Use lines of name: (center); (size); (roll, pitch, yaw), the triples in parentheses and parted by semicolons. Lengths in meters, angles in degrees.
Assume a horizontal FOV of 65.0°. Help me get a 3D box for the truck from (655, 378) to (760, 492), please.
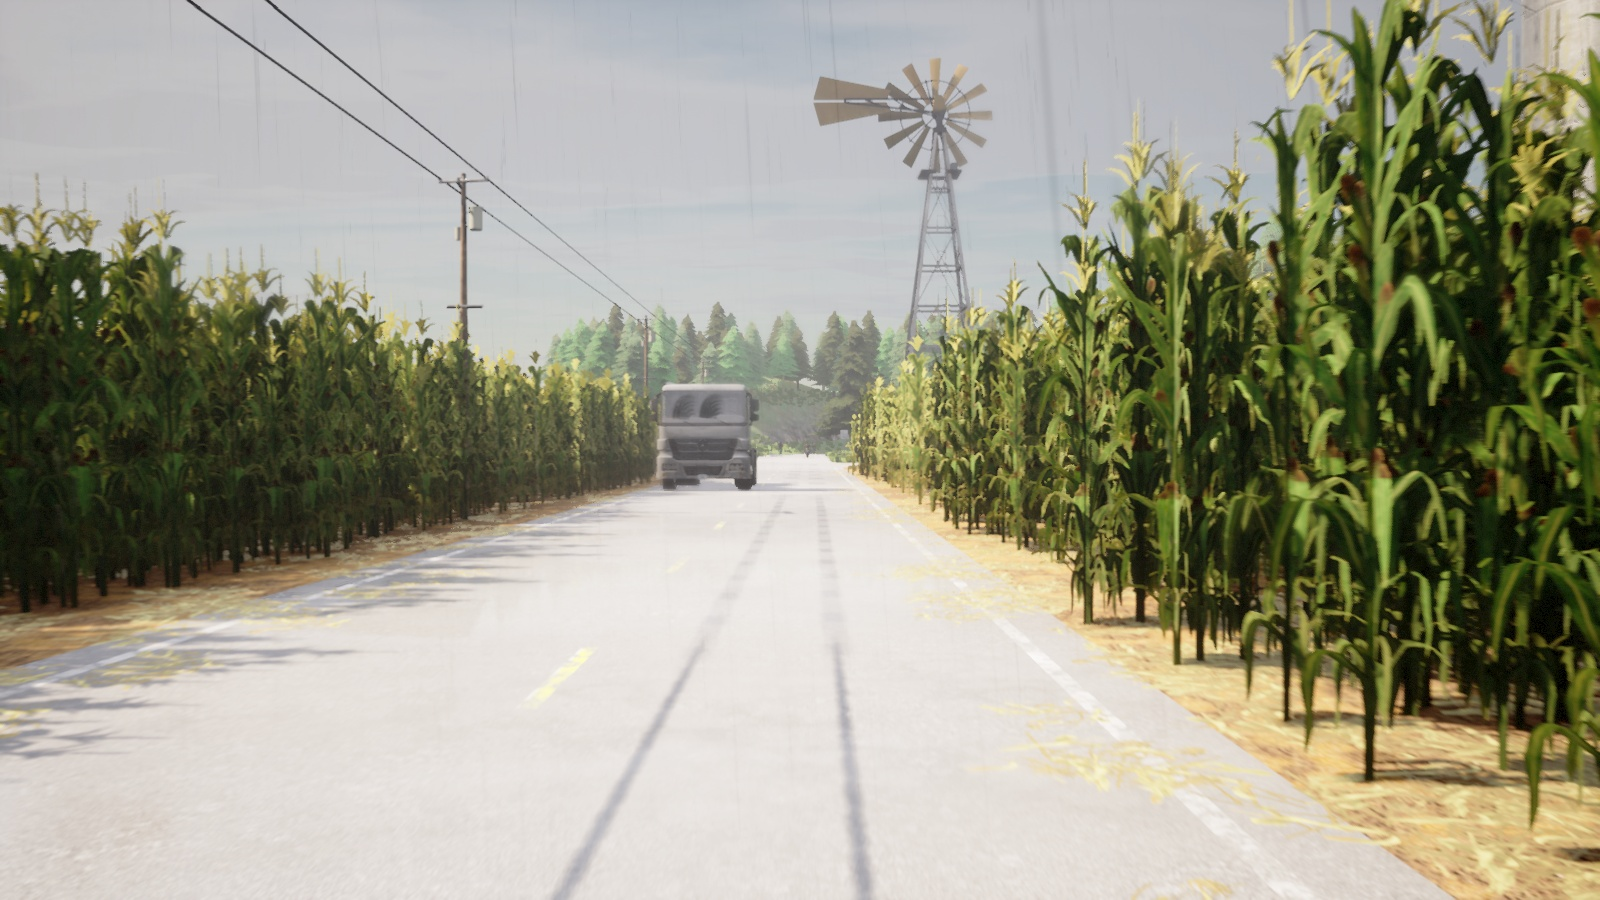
truck: (-2.940, -0.475, 42.018); (2.891, 3.462, 7.936); (0, 0, 0)
